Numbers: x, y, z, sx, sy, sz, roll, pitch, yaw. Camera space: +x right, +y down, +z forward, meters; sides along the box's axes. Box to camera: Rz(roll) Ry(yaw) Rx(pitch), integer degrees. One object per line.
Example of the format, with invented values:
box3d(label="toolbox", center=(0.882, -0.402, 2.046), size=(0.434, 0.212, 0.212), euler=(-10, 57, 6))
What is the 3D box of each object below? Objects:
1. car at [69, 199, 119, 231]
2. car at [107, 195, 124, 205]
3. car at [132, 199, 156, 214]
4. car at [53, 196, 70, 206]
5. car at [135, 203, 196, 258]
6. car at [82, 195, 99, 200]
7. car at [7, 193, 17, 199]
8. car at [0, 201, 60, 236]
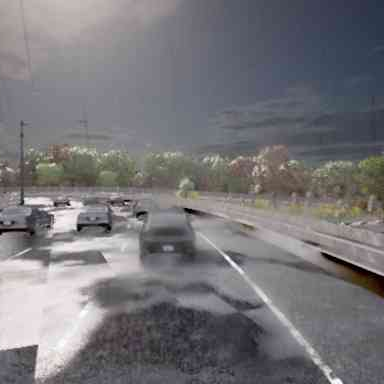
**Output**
box3d(label="car", center=(-5.506, 1.378, 19.346), size=(2.033, 1.411, 5.357), euler=(0, 1, -11))
box3d(label="car", center=(-10.916, 1.103, 47.312), size=(1.812, 1.442, 4.674), euler=(0, 0, -25))
box3d(label="car", center=(-4.002, 1.301, 28.404), size=(1.994, 1.385, 4.181), euler=(0, 1, -14))
box3d(label="car", center=(-18.213, 1.178, 46.311), size=(1.994, 1.385, 4.181), euler=(0, 1, -26))
box3d(label="car", center=(-0.927, 1.389, 12.275), size=(1.837, 1.490, 4.892), euler=(0, 1, -5))
box3d(label="car", center=(-13.740, 1.115, 45.088), size=(1.837, 1.490, 4.892), euler=(0, 0, -25))
box3d(label="car", center=(-42.441, 0.935, 78.235), size=(5.357, 1.411, 2.033), euler=(0, 1, 42))
box3d(label="car", center=(-8.692, 1.409, 17.377), size=(2.033, 1.411, 5.357), euler=(0, 1, -10))
